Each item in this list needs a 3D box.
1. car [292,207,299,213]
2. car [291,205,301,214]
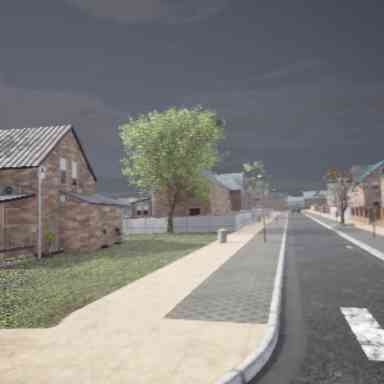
[{"bbox_3d":[28.024,4.883,90.028,1.837,1.490,4.892,-3,-3,16],"label":"car"},{"bbox_3d":[25.106,4.199,80.109,2.150,2.045,5.566,-3,-3,16],"label":"car"}]
